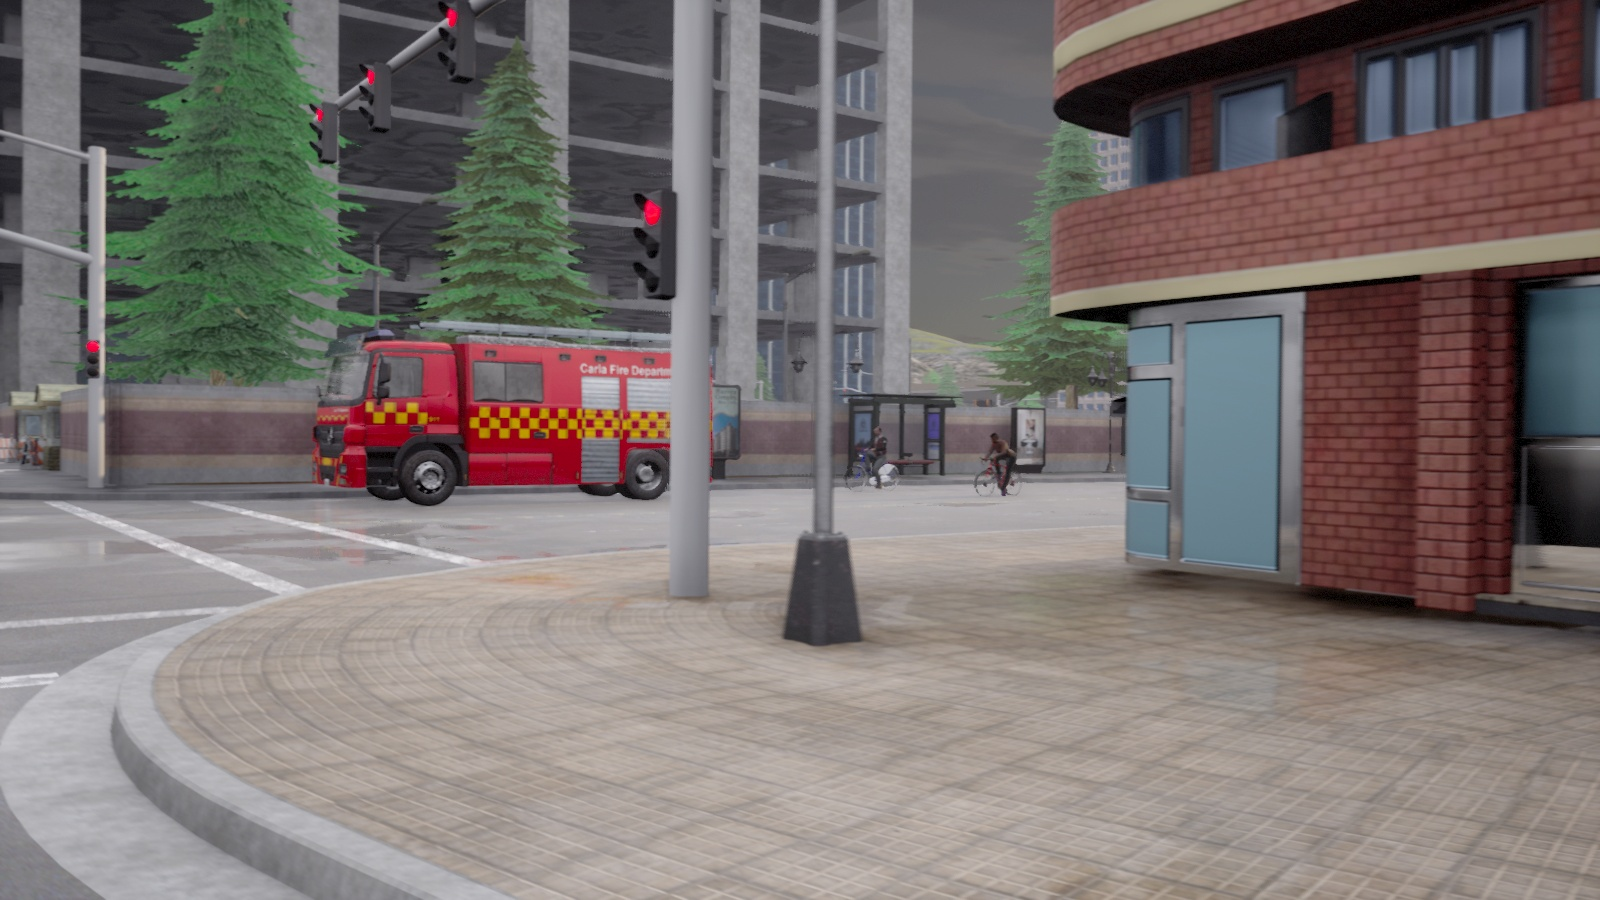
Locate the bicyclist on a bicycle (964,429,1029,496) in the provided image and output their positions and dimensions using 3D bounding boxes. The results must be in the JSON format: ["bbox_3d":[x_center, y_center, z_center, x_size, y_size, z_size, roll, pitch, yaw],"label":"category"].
[{"bbox_3d":[4.954,0.300,31.639,1.656,1.620,0.582,-1,1,-36],"label":"bicyclist on a bicycle"}]

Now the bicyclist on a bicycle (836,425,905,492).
[{"bbox_3d":[1.898,0.216,33.749,1.843,1.776,0.659,-1,1,-36],"label":"bicyclist on a bicycle"}]

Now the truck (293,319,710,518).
[{"bbox_3d":[-6.388,-0.674,27.767,8.468,3.827,2.891,-1,1,-36],"label":"truck"}]
